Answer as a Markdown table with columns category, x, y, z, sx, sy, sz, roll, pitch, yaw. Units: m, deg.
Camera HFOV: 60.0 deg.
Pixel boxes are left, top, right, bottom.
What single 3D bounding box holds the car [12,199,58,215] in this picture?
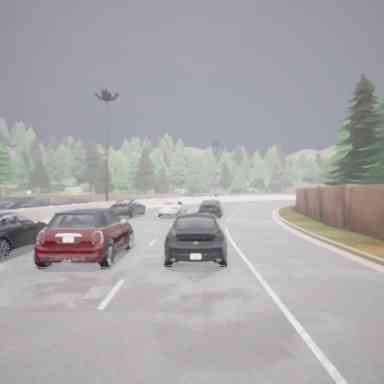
| category | x | y | z | sx | sy | sz | roll | pitch | yaw |
| --- | --- | --- | --- | --- | --- | --- | --- | --- | --- |
| car | -15.432 | 1.454 | 32.904 | 1.994 | 1.385 | 4.181 | 0 | 0 | 12 |

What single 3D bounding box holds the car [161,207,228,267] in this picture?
| category | x | y | z | sx | sy | sz | roll | pitch | yaw |
| --- | --- | --- | --- | --- | --- | --- | --- | --- | --- |
| car | 0.137 | 1.467 | 11.296 | 1.837 | 1.490 | 4.892 | 0 | 0 | 1 |

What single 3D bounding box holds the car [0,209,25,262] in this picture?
| category | x | y | z | sx | sy | sz | roll | pitch | yaw |
| --- | --- | --- | --- | --- | --- | --- | --- | --- | --- |
| car | -6.850 | 1.451 | 11.932 | 2.128 | 1.511 | 4.902 | 0 | 0 | 1 |

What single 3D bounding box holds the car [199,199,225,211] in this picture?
| category | x | y | z | sx | sy | sz | roll | pitch | yaw |
| --- | --- | --- | --- | --- | --- | --- | --- | --- | --- |
| car | 1.723 | 1.410 | 28.556 | 1.837 | 1.490 | 4.892 | 0 | 0 | 10 |

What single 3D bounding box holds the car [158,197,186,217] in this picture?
| category | x | y | z | sx | sy | sz | roll | pitch | yaw |
| --- | --- | --- | --- | --- | --- | --- | --- | --- | --- |
| car | -1.662 | 1.428 | 29.533 | 1.812 | 1.442 | 4.674 | 0 | 0 | 10 |

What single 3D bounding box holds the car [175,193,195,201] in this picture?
| category | x | y | z | sx | sy | sz | roll | pitch | yaw |
| --- | --- | --- | --- | --- | --- | --- | --- | --- | --- |
| car | -1.556 | 1.092 | 74.737 | 2.097 | 1.767 | 4.553 | 0 | 0 | 35 |

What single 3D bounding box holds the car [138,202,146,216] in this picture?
| category | x | y | z | sx | sy | sz | roll | pitch | yaw |
| --- | --- | --- | --- | --- | --- | --- | --- | --- | --- |
| car | -5.384 | 1.397 | 28.500 | 2.128 | 1.511 | 4.902 | 0 | 0 | 9 |

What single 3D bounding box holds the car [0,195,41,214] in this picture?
| category | x | y | z | sx | sy | sz | roll | pitch | yaw |
| --- | --- | --- | --- | --- | --- | --- | --- | --- | --- |
| car | -18.475 | 1.233 | 35.360 | 2.097 | 1.767 | 4.553 | 0 | 0 | 13 |

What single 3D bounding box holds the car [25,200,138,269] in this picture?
| category | x | y | z | sx | sy | sz | roll | pitch | yaw |
| --- | --- | --- | --- | --- | --- | --- | --- | --- | --- |
| car | -3.358 | 1.314 | 11.225 | 2.097 | 1.767 | 4.553 | 0 | 0 | 1 |

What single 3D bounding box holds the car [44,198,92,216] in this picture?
| category | x | y | z | sx | sy | sz | roll | pitch | yaw |
| --- | --- | --- | --- | --- | --- | --- | --- | --- | --- |
| car | -11.948 | 1.384 | 32.545 | 2.128 | 1.511 | 4.902 | 0 | 0 | 12 |
